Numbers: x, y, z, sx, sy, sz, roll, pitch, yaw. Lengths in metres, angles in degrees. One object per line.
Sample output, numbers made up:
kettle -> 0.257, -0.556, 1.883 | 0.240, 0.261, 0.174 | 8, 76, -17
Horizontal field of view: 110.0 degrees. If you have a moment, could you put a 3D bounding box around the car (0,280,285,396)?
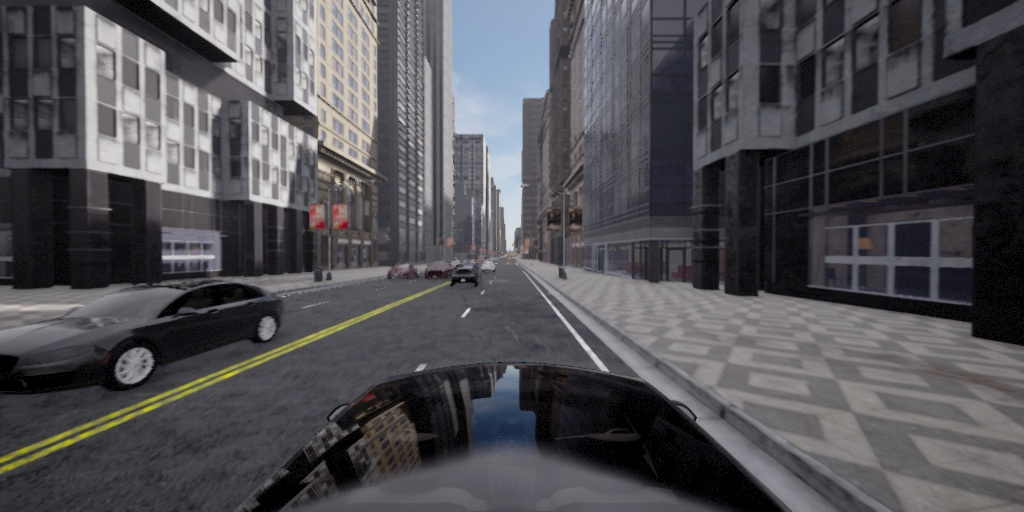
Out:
car -> -6.558, 1.261, 6.894 | 1.837, 1.490, 4.892 | 0, 0, 1

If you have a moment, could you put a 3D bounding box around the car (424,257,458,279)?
car -> -6.589, 1.170, 32.874 | 2.097, 1.767, 4.553 | 0, 0, 0

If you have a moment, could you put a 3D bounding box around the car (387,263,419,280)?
car -> -9.840, 1.343, 32.687 | 1.812, 1.442, 4.674 | 0, 0, 0

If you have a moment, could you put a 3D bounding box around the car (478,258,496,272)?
car -> -3.146, 1.410, 47.908 | 1.812, 1.442, 4.674 | 0, 0, 0

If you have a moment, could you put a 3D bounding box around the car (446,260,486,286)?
car -> -3.153, 1.299, 25.588 | 1.837, 1.490, 4.892 | 0, 0, 0
